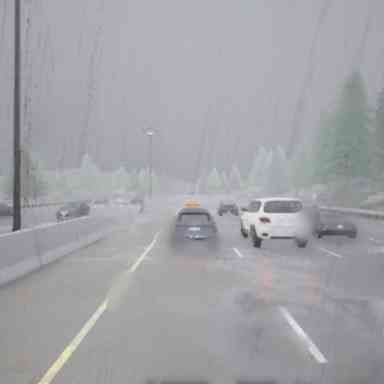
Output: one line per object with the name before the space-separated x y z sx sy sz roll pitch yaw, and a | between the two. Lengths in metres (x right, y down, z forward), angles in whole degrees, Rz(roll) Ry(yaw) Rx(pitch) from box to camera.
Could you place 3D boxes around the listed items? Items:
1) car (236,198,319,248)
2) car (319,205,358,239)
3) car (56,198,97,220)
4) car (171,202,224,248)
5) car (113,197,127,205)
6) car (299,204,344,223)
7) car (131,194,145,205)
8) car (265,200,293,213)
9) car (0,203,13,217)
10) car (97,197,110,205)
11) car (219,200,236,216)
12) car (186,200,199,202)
car | 3.592 1.273 15.296 2.150 2.045 5.566 0 -1 0
car | 7.091 1.630 17.918 1.994 1.385 4.181 0 0 0
car | -10.520 1.600 29.790 2.128 1.511 4.902 0 0 0
car | 0.092 1.486 15.055 2.033 1.649 4.856 0 0 0
car | -14.032 1.751 65.061 1.812 1.442 4.674 0 0 0
car | 10.497 1.700 27.313 1.895 1.301 4.718 0 0 0
car | -10.534 1.455 65.094 2.150 2.045 5.566 0 0 0
car | 10.524 1.695 40.640 2.033 1.411 5.357 0 0 1
car | -17.524 1.671 29.681 1.994 1.385 4.181 0 0 0
car | -17.533 1.771 64.929 2.033 1.411 5.357 0 0 0
car | 3.551 1.629 34.070 1.837 1.490 4.892 0 0 0
car | 0.082 1.616 38.447 1.882 1.535 5.008 0 0 0
